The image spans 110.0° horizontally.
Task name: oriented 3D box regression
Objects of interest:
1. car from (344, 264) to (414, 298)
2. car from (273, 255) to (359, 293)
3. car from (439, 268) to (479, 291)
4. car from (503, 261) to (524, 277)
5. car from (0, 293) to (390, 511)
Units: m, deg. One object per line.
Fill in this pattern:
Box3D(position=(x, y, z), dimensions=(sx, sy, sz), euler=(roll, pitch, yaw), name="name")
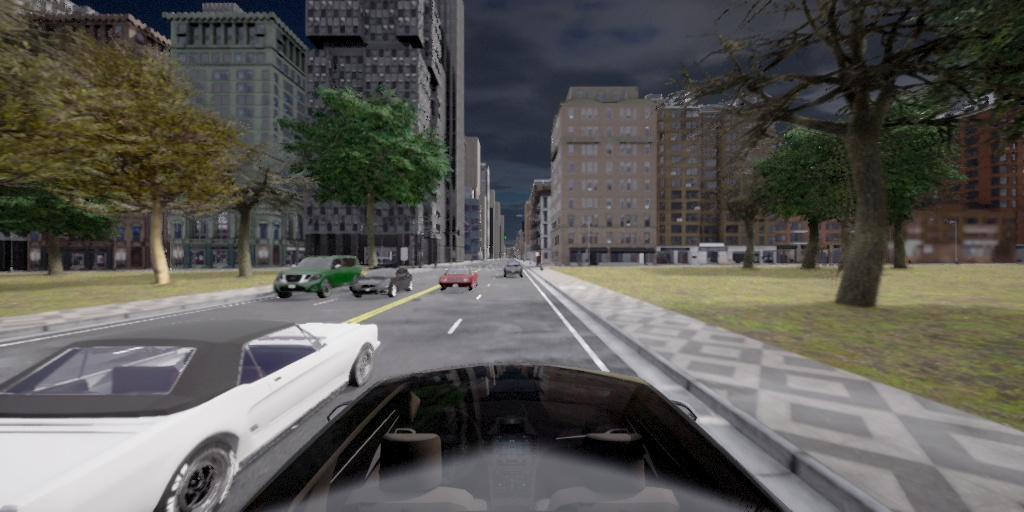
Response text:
Box3D(position=(-6.495, 1.284, 18.553), dimensions=(1.837, 1.490, 4.892), euler=(0, 0, 0), name="car")
Box3D(position=(-9.744, 0.988, 18.629), dimensions=(2.150, 2.045, 5.566), euler=(0, 0, 0), name="car")
Box3D(position=(-3.143, 1.364, 22.077), dimensions=(1.895, 1.301, 4.718), euler=(0, 0, 0), name="car")
Box3D(position=(0.112, 1.276, 36.031), dimensions=(2.128, 1.511, 4.902), euler=(0, 0, 0), name="car")
Box3D(position=(-3.148, 1.351, 3.971), dimensions=(1.895, 1.301, 4.718), euler=(0, 0, 0), name="car")
